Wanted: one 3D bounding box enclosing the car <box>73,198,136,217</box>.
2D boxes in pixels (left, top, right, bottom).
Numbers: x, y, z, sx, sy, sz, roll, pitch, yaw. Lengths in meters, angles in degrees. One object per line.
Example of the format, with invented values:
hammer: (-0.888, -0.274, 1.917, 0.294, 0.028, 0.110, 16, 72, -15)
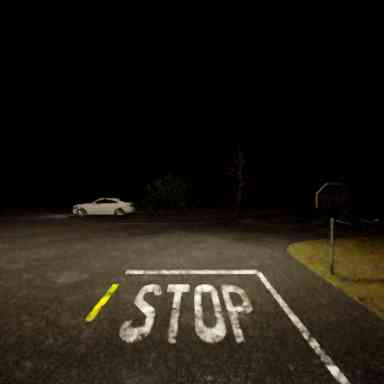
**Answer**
car: (-6.728, 1.163, 25.663, 4.674, 1.442, 1.812, 0, 1, -1)
